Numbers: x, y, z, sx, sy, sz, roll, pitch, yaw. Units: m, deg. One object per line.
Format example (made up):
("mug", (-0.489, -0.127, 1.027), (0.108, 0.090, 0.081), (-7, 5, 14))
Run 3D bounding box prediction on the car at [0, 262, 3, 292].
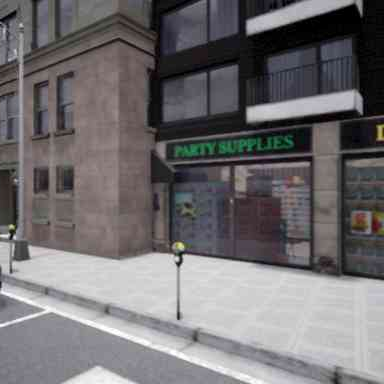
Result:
("car", (-5.763, 1.581, 7.190), (4.403, 1.369, 2.008), (0, 0, 36))
